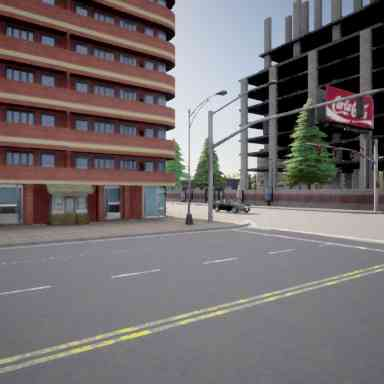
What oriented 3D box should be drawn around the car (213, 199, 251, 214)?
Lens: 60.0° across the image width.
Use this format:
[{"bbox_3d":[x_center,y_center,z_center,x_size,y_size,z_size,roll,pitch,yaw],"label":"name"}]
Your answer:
[{"bbox_3d":[4.201,1.491,35.892,2.128,1.511,4.902,0,0,-35],"label":"car"}]
